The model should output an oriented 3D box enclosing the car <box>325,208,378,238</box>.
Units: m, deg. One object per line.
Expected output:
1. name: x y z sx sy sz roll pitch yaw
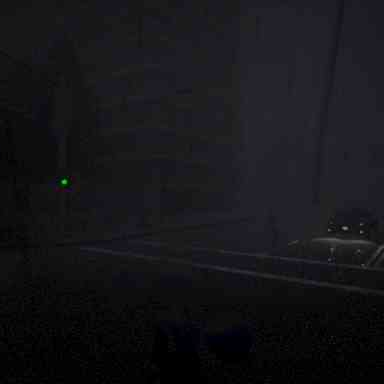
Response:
1. car: 8.498 1.553 17.582 1.994 1.385 4.181 0 0 36
